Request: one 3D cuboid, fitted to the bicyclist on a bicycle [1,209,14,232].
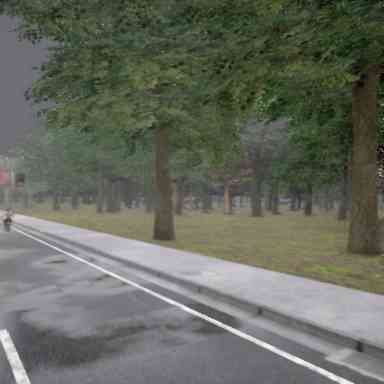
[{"bbox_3d":[-12.907,1.982,23.316,0.866,1.612,1.509,1,-2,-36],"label":"bicyclist on a bicycle"}]
